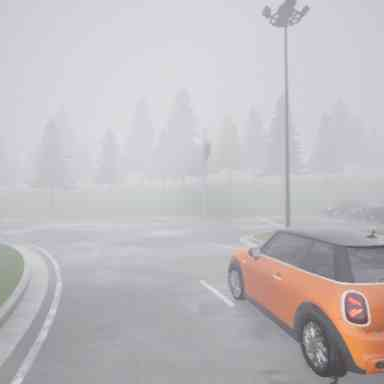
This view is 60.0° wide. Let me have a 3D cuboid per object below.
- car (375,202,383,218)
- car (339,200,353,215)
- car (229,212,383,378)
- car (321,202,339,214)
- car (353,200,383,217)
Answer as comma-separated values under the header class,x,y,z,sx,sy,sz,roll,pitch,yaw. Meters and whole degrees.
class,x,y,z,sx,sy,sz,roll,pitch,yaw
car,15.585,1.597,22.401,4.902,1.511,2.128,-1,-1,0
car,15.950,1.705,29.393,4.674,1.442,1.812,-1,-1,0
car,2.204,1.399,5.923,2.097,1.767,4.553,0,-1,-12
car,15.241,1.577,32.895,4.553,1.767,2.097,-1,-1,0
car,16.070,1.362,25.888,5.566,2.045,2.150,-1,-1,0
